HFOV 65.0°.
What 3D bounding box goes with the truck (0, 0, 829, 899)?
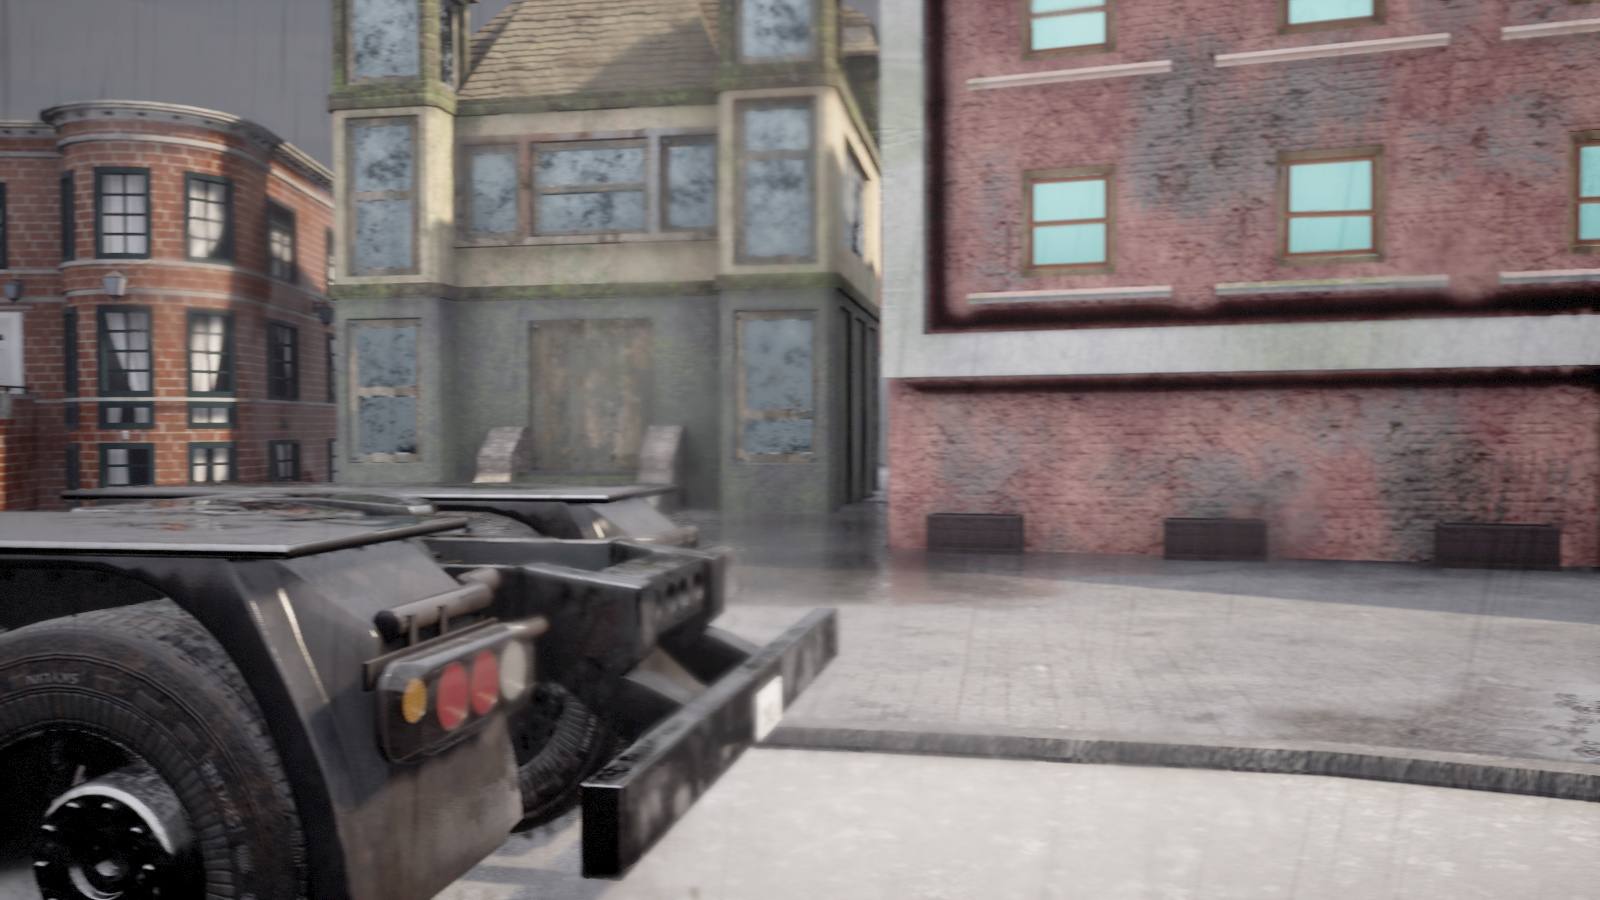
[{"bbox_3d":[-4.060,-0.261,4.643,7.936,3.462,2.891,0,1,12],"label":"truck"}]
